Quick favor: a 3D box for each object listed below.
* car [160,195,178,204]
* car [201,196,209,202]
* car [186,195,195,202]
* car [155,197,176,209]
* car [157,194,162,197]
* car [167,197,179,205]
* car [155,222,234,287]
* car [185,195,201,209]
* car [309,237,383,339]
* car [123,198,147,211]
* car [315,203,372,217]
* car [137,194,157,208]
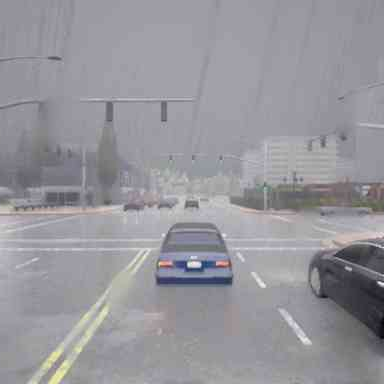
[{"bbox_3d":[-3.798,1.663,56.699,2.128,1.511,4.902,0,0,0],"label":"car"},{"bbox_3d":[3.183,1.807,84.434,1.994,1.385,4.181,0,0,0],"label":"car"},{"bbox_3d":[-0.314,1.608,83.680,2.097,1.767,4.553,0,0,0],"label":"car"},{"bbox_3d":[-3.777,1.744,47.429,1.895,1.301,4.718,0,0,0],"label":"car"},{"bbox_3d":[-7.293,1.539,61.693,2.097,1.767,4.553,0,0,0],"label":"car"},{"bbox_3d":[-3.779,1.765,66.566,1.994,1.385,4.181,0,0,0],"label":"car"},{"bbox_3d":[0.051,1.577,9.479,2.033,1.411,5.357,0,0,0],"label":"car"},{"bbox_3d":[-0.071,1.626,49.132,1.882,1.535,5.008,0,0,0],"label":"car"},{"bbox_3d":[3.548,1.524,5.626,1.837,1.490,4.892,0,0,0],"label":"car"},{"bbox_3d":[-7.306,1.729,42.121,1.895,1.301,4.718,0,0,1],"label":"car"},{"bbox_3d":[14.328,1.696,31.683,4.718,1.301,1.895,0,0,1],"label":"car"},{"bbox_3d":[-7.284,1.378,51.766,2.150,2.045,5.566,0,0,0],"label":"car"}]
